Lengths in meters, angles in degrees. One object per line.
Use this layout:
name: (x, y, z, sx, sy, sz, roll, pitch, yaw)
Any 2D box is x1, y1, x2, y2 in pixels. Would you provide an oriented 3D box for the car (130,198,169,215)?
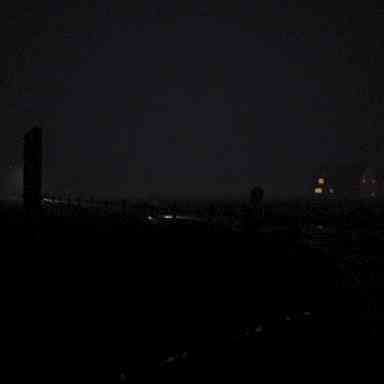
car: (-3.881, 1.261, 29.442, 1.812, 1.442, 4.674, 1, 0, -36)
